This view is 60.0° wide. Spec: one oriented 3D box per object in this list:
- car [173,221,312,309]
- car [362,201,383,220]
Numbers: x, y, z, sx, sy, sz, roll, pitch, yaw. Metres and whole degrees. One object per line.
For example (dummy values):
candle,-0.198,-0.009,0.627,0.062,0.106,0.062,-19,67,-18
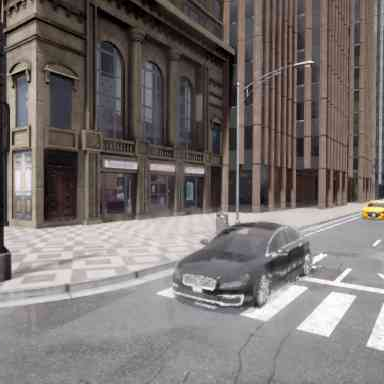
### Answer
car,1.504,1.548,8.157,1.837,1.490,4.892,1,1,35
car,15.638,1.519,27.999,1.882,1.535,5.008,1,1,35
